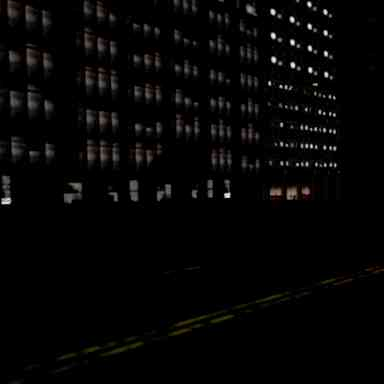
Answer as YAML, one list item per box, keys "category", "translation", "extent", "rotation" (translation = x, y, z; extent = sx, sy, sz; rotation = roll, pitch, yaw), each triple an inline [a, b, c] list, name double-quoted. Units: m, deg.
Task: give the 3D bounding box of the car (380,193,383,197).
- category: "car"
  translation: [48.351, 0.650, 81.264]
  extent: [1.802, 1.307, 4.206]
  rotation: [-2, 1, -34]
